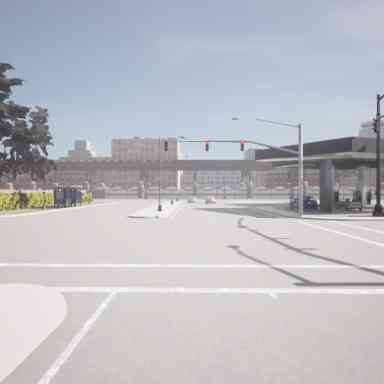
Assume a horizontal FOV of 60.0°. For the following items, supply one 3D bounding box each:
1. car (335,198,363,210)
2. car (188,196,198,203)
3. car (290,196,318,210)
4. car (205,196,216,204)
[{"bbox_3d":[19.011,1.456,40.452,1.970,1.475,3.806,0,0,0],"label":"car"},{"bbox_3d":[0.195,1.525,66.171,1.812,1.442,4.674,0,0,0],"label":"car"},{"bbox_3d":[13.265,1.295,39.698,2.242,1.667,4.611,0,0,0],"label":"car"},{"bbox_3d":[3.588,1.525,64.386,1.812,1.442,4.674,0,0,0],"label":"car"}]
